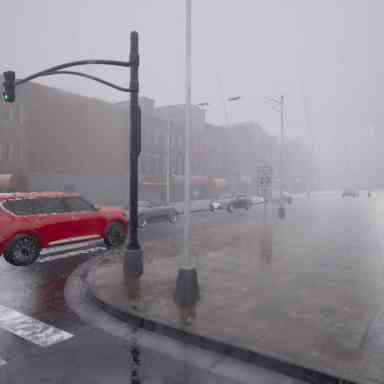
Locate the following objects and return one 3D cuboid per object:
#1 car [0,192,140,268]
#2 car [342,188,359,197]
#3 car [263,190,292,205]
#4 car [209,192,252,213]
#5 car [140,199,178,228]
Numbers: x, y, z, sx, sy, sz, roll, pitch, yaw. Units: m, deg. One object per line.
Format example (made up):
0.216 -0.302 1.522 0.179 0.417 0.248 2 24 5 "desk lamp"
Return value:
-4.569 1.008 10.965 2.150 2.045 5.566 1 3 35 "car"
25.047 0.088 52.483 2.033 1.411 5.357 0 2 35 "car"
9.160 0.572 35.293 1.812 1.442 4.674 0 2 36 "car"
3.193 0.794 26.934 2.128 1.511 4.902 0 2 35 "car"
-2.640 1.127 18.754 1.994 1.385 4.181 0 2 36 "car"
